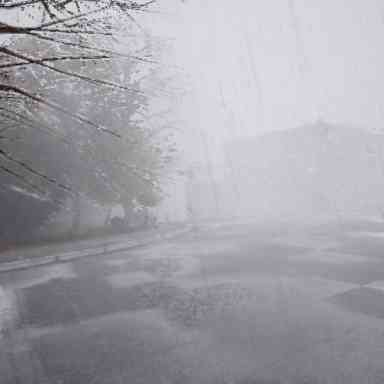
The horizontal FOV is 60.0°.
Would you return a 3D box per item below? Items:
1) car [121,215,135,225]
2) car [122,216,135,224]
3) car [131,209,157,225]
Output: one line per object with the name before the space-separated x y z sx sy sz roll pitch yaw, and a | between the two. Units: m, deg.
car | -10.708 4.685 55.643 1.882 1.535 5.008 -2 -4 -15
car | -13.291 5.911 69.934 1.882 1.535 5.008 -1 -5 -3
car | -6.425 3.359 44.523 2.150 2.045 5.566 -2 -4 -25
